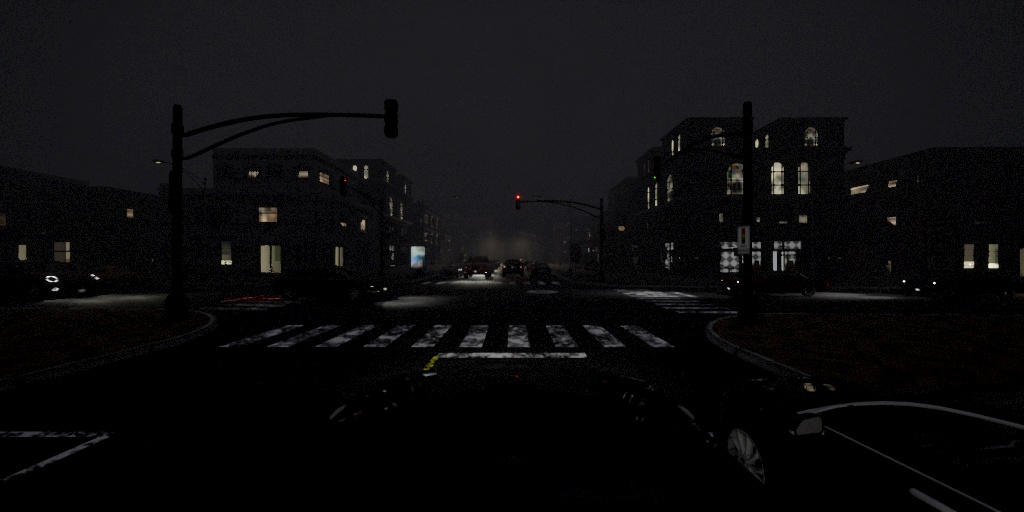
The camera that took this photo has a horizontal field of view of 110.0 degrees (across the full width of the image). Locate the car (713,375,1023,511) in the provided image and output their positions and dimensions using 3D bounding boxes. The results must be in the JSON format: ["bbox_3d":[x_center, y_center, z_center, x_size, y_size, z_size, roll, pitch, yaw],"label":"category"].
[{"bbox_3d":[2.691,1.300,1.580,2.007,1.370,4.403,0,0,0],"label":"car"}]

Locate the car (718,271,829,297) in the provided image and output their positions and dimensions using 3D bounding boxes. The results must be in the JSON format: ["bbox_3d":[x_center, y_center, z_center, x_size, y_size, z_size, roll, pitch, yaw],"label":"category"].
[{"bbox_3d":[13.800,1.432,19.168,4.718,1.301,1.895,0,0,1],"label":"car"}]

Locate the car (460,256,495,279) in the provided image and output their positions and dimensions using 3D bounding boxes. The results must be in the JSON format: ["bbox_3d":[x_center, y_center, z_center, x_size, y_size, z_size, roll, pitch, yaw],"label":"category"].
[{"bbox_3d":[-3.115,0.975,33.519,2.150,2.045,5.566,0,0,1],"label":"car"}]

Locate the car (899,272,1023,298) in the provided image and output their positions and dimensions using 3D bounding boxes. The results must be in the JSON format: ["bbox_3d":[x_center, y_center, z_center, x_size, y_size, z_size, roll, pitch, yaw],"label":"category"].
[{"bbox_3d":[23.749,1.481,19.022,4.718,1.301,1.895,0,0,1],"label":"car"}]

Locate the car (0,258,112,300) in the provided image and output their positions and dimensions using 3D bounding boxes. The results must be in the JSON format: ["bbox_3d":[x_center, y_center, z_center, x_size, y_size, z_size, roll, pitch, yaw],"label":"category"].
[{"bbox_3d":[-22.008,1.004,16.522,4.553,1.767,2.097,0,0,1],"label":"car"}]

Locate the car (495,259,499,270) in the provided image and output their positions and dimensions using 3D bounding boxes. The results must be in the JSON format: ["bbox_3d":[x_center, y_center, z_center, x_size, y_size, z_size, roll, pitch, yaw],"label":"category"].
[{"bbox_3d":[-3.099,1.245,43.447,2.128,1.511,4.902,0,0,1],"label":"car"}]

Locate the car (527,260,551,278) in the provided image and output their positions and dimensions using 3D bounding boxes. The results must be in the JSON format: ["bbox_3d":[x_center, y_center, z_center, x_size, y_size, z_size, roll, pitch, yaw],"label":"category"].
[{"bbox_3d":[2.688,1.318,33.970,1.948,1.339,4.313,0,0,0],"label":"car"}]

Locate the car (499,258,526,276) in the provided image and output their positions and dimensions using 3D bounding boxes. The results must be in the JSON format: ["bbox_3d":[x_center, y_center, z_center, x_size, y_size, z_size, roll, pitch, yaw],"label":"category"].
[{"bbox_3d":[0.083,1.104,36.970,2.097,1.767,4.553,0,0,0],"label":"car"}]

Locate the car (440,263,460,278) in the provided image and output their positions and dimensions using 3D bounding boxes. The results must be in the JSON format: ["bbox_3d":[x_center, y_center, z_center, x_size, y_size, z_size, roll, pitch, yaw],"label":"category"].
[{"bbox_3d":[-5.693,1.335,33.982,1.802,1.307,4.207,0,0,0],"label":"car"}]

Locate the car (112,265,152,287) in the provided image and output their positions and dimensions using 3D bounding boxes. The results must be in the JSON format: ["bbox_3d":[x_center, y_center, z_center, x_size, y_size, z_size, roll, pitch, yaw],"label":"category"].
[{"bbox_3d":[-25.456,1.194,22.362,4.829,1.417,1.751,0,0,1],"label":"car"}]

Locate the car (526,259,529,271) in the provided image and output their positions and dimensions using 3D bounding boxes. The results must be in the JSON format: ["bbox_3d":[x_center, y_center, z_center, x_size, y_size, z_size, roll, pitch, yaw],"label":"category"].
[{"bbox_3d":[2.687,1.336,45.012,1.802,1.307,4.207,0,0,0],"label":"car"}]

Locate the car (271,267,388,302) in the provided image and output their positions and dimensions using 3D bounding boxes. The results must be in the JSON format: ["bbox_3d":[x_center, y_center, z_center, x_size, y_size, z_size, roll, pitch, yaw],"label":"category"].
[{"bbox_3d":[-8.187,1.242,16.306,4.892,1.490,1.837,0,0,1],"label":"car"}]
